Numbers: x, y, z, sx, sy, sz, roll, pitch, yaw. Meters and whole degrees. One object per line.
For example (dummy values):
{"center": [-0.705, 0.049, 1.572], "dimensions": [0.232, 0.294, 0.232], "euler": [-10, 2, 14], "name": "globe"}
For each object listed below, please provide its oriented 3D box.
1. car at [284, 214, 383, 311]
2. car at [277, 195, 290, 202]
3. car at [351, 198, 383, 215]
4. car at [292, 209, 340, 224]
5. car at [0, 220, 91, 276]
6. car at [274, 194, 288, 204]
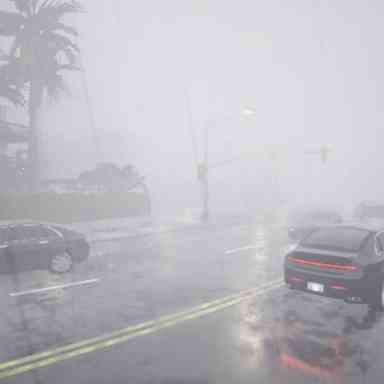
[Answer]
{"center": [3.960, 1.515, 7.908], "dimensions": [1.837, 1.490, 4.892], "euler": [0, 0, 44], "name": "car"}
{"center": [23.527, 1.673, 85.542], "dimensions": [2.231, 1.521, 4.892], "euler": [0, 0, 28], "name": "car"}
{"center": [14.929, 1.502, 27.918], "dimensions": [1.882, 1.535, 5.008], "euler": [0, 0, 20], "name": "car"}
{"center": [6.387, 1.577, 16.639], "dimensions": [2.033, 1.411, 5.357], "euler": [0, 0, 32], "name": "car"}
{"center": [-5.259, 1.570, 9.041], "dimensions": [4.892, 1.490, 1.837], "euler": [0, 0, -40], "name": "car"}
{"center": [18.207, 1.640, 69.185], "dimensions": [2.097, 1.535, 5.008], "euler": [0, 0, 18], "name": "car"}
